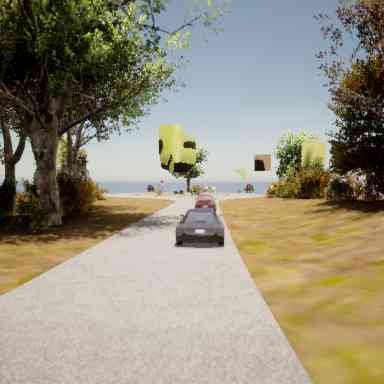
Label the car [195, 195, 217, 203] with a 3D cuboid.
[{"bbox_3d":[1.221,0.958,29.475,1.812,1.442,4.674,0,2,3],"label":"car"}]

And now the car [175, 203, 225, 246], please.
[{"bbox_3d":[0.389,1.397,14.523,1.994,1.385,4.181,0,1,3],"label":"car"}]
